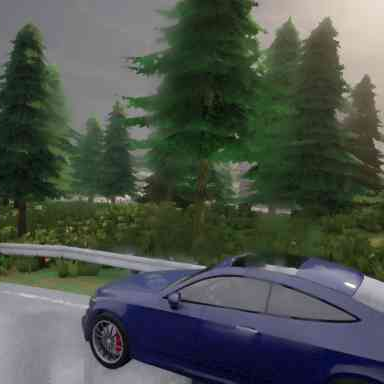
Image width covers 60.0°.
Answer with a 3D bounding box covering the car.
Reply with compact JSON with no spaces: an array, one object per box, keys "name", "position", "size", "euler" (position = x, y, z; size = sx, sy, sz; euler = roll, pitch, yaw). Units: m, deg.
[{"name":"car","position":[0.735,1.499,4.111],"size":[4.674,1.442,1.812],"euler":[1,1,31]}]
